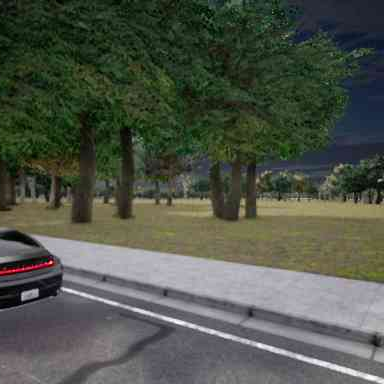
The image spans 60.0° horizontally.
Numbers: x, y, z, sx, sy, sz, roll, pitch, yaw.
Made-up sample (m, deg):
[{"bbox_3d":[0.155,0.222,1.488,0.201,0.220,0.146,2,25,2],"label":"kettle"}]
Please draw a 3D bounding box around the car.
[{"bbox_3d":[-4.726,1.499,7.069,4.892,1.490,1.837,0,0,35],"label":"car"}]
